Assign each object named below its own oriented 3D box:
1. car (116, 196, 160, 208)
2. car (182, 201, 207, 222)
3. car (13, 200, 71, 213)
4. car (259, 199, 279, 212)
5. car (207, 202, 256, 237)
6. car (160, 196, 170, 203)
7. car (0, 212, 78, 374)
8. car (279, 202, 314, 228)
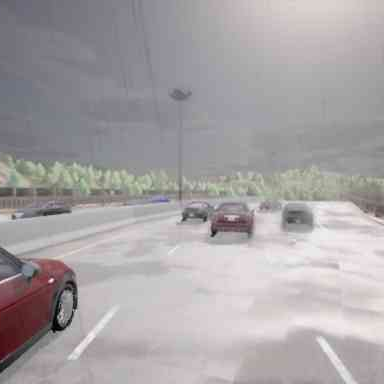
[{"bbox_3d":[-5.175,1.360,30.877,1.882,1.535,5.008,0,0,19],"label":"car"},{"bbox_3d":[0.601,1.445,25.407,1.812,1.442,4.674,0,0,16],"label":"car"},{"bbox_3d":[-10.791,1.376,24.138,2.128,1.511,4.902,0,0,14],"label":"car"},{"bbox_3d":[9.065,1.456,38.199,2.033,1.411,5.357,0,0,23],"label":"car"},{"bbox_3d":[2.317,1.302,17.984,2.097,1.767,4.553,0,0,12],"label":"car"},{"bbox_3d":[-5.057,1.300,50.009,1.882,1.535,5.008,0,0,23],"label":"car"},{"bbox_3d":[-3.111,1.328,3.988,2.097,1.767,4.553,0,0,3],"label":"car"},{"bbox_3d":[6.869,1.458,21.885,1.837,1.490,4.892,0,0,15],"label":"car"}]
